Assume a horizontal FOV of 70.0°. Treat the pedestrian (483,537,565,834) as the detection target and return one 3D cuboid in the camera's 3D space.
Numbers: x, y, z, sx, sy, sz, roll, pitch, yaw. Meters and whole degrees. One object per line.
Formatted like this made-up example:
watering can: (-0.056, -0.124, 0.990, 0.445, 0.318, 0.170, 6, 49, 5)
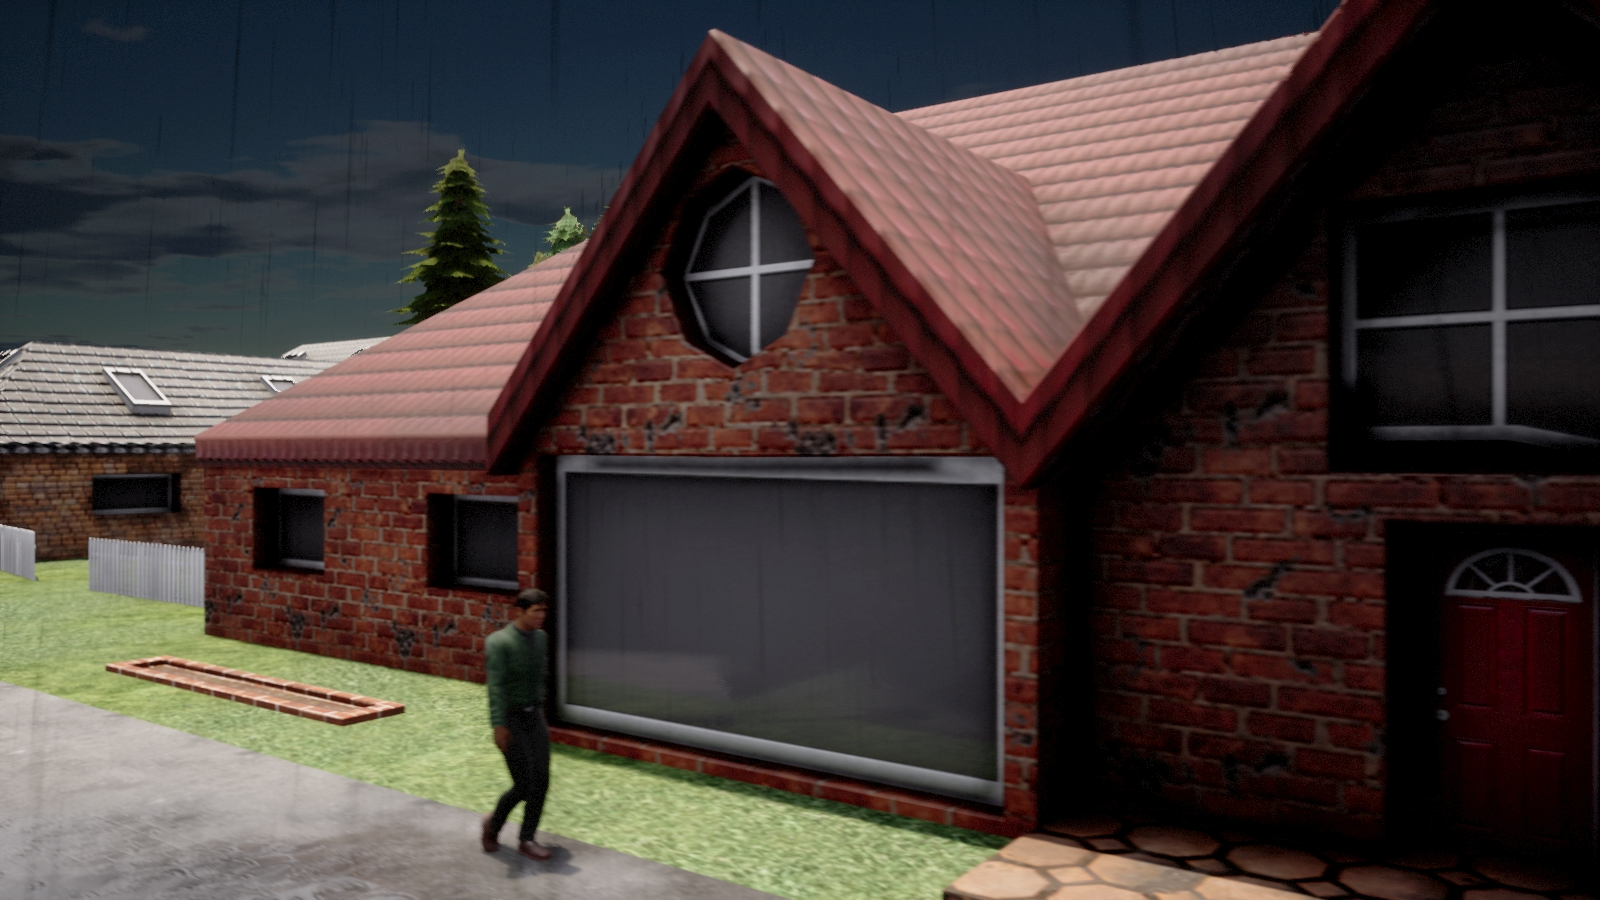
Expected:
pedestrian: (-1.829, 1.524, 7.566, 0.375, 1.860, 0.375, 0, 0, 37)
